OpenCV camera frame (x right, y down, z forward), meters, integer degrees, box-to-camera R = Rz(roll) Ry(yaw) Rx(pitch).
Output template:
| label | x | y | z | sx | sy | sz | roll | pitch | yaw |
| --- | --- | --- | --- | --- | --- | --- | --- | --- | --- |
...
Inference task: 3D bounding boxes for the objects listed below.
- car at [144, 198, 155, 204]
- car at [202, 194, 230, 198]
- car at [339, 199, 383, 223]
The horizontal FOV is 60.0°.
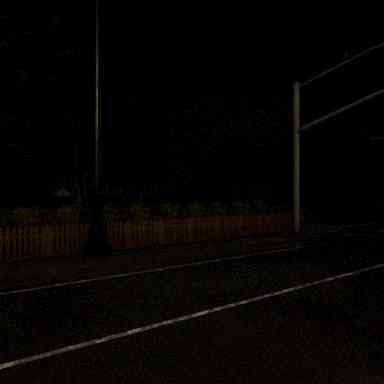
| label | x | y | z | sx | sy | sz | roll | pitch | yaw |
| --- | --- | --- | --- | --- | --- | --- | --- | --- | --- |
| car | -7.264 | 1.666 | 55.389 | 1.895 | 1.301 | 4.718 | 0 | 0 | -35 |
| car | 3.195 | 1.221 | 40.174 | 2.150 | 2.045 | 5.566 | 0 | 0 | -35 |
| car | 13.699 | 1.352 | 25.247 | 2.097 | 1.767 | 4.553 | 0 | 0 | -37 |
